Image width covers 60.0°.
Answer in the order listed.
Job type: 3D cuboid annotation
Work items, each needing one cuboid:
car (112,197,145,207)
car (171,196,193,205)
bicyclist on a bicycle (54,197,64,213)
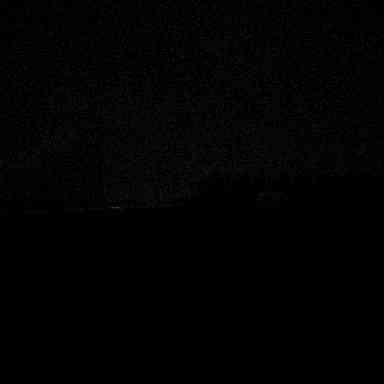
[{"bbox_3d":[-9.361,1.482,49.727,2.033,1.411,5.357,-1,-1,35],"label":"car"},{"bbox_3d":[-1.528,1.385,55.837,1.882,1.535,5.008,-1,-1,36],"label":"car"},{"bbox_3d":[-13.415,1.332,33.569,1.656,1.620,0.582,0,0,35],"label":"bicyclist on a bicycle"}]
